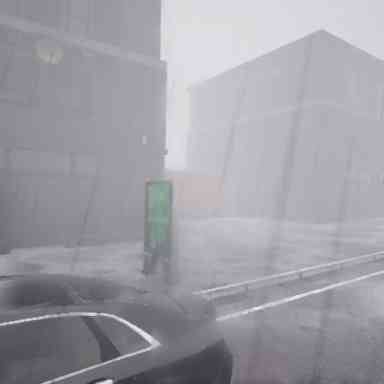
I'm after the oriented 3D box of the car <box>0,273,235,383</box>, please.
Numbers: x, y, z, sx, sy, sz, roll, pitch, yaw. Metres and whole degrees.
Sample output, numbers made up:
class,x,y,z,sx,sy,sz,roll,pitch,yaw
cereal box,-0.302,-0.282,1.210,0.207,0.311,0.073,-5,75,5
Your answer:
class,x,y,z,sx,sy,sz,roll,pitch,yaw
car,-1.884,1.504,2.343,4.892,1.490,1.837,0,0,-36
